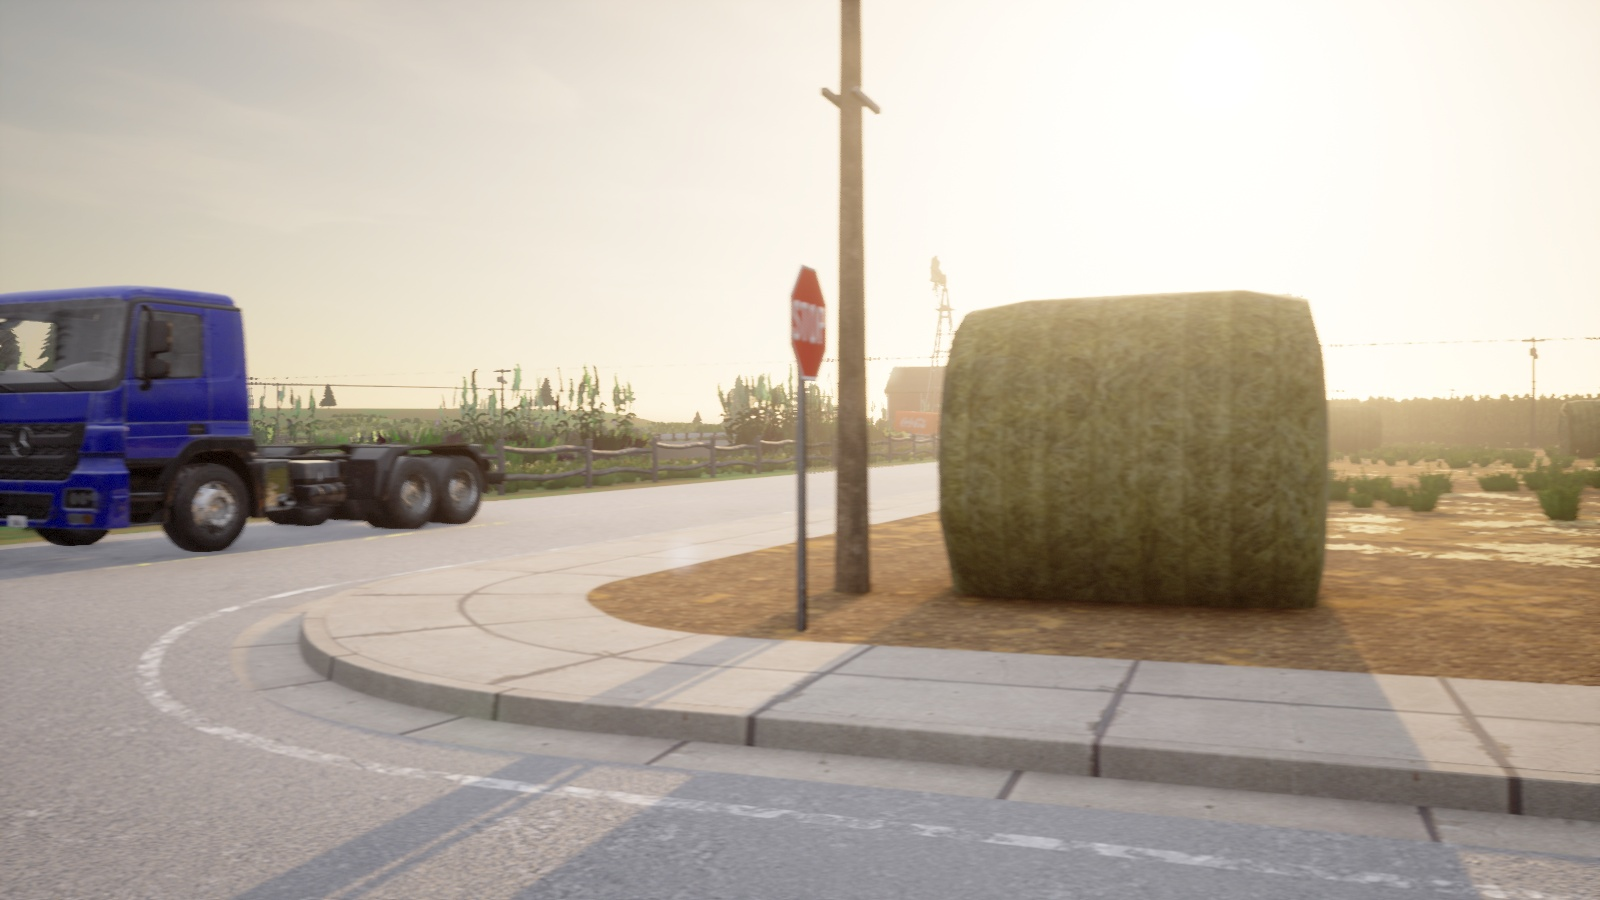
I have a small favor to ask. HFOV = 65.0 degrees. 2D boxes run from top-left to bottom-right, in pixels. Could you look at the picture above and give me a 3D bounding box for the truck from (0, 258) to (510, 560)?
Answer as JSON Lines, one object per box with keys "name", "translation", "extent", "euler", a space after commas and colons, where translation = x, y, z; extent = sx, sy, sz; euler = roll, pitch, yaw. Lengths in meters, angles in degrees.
{"name": "truck", "translation": [-7.877, -0.520, 18.623], "extent": [2.891, 3.462, 7.936], "euler": [1, 1, 23]}
